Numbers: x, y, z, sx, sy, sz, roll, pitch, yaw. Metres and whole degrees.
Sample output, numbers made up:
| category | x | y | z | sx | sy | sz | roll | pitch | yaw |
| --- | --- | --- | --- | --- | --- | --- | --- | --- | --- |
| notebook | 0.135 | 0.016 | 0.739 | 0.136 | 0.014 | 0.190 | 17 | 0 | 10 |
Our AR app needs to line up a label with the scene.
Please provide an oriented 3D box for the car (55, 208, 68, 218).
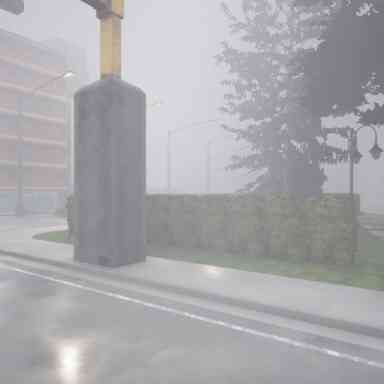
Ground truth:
| category | x | y | z | sx | sy | sz | roll | pitch | yaw |
| --- | --- | --- | --- | --- | --- | --- | --- | --- | --- |
| car | -9.390 | 1.547 | 29.657 | 2.033 | 1.411 | 5.357 | 0 | 0 | 36 |
